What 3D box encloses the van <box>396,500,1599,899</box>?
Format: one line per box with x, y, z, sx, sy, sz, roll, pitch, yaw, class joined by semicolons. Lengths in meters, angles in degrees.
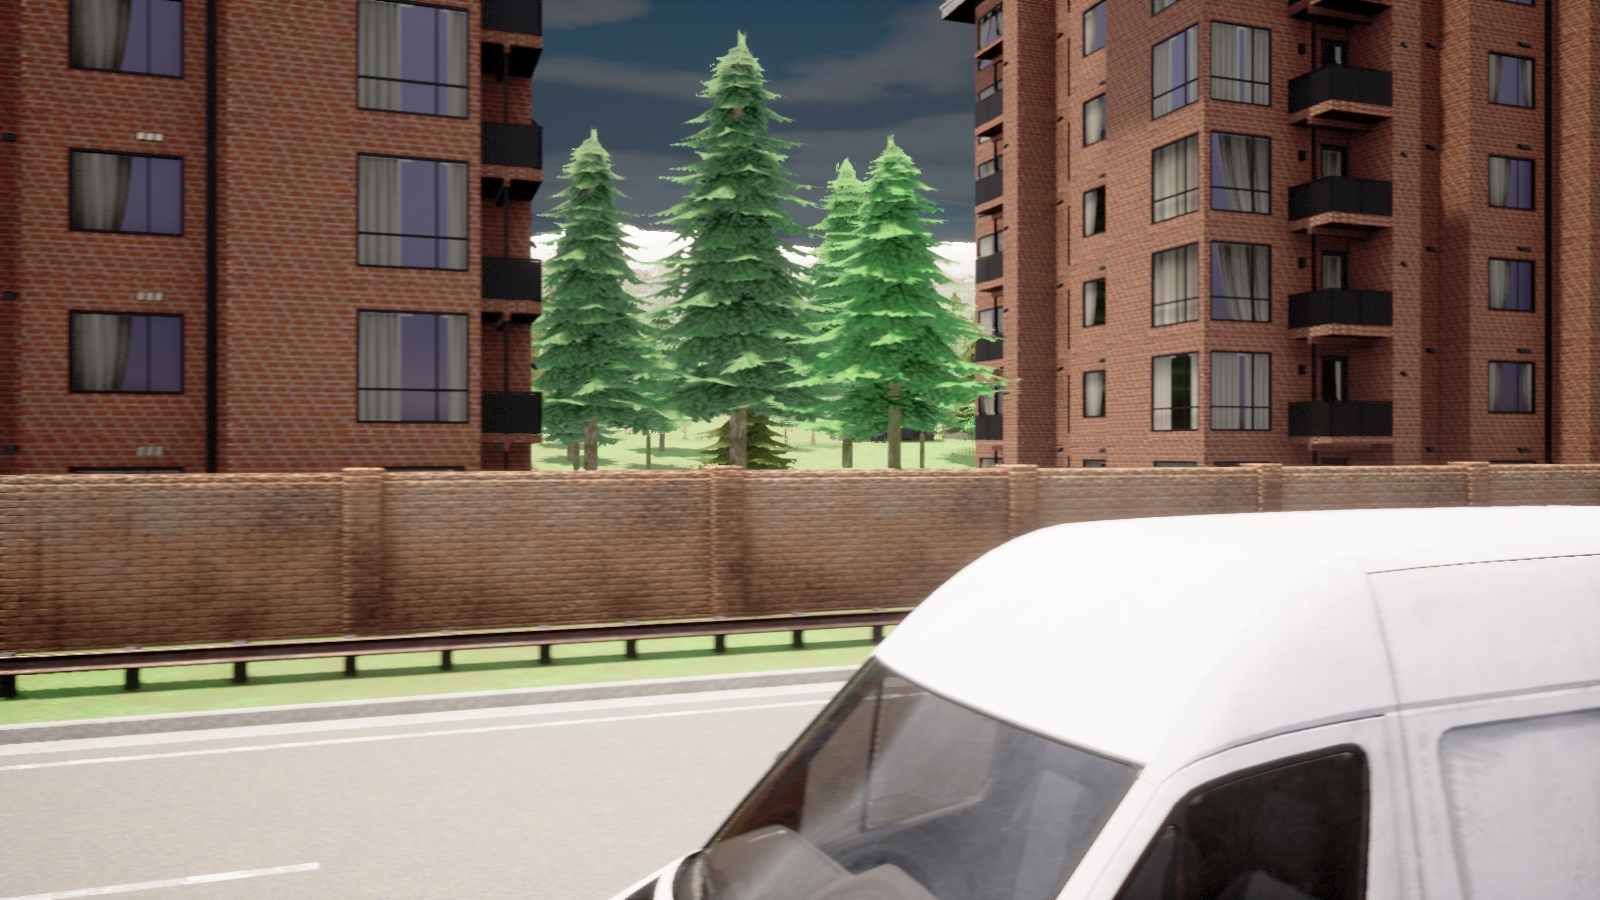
1.756;1.533;3.935;5.915;2.561;1.988;0;0;-20;van
